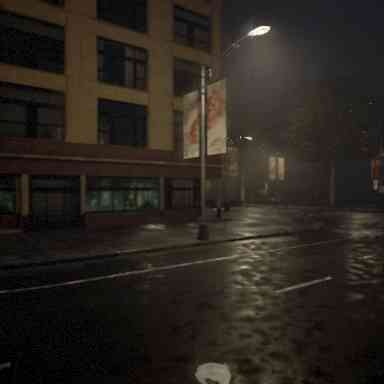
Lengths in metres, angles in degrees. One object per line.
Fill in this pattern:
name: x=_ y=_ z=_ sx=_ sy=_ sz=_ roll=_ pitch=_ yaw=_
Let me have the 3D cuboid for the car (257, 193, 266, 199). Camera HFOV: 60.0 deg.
car: x=16.500 y=1.063 z=82.776 sx=2.161 sy=1.482 sz=4.786 roll=0 pitch=0 yaw=-36

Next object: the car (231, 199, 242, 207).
car: x=4.717 y=1.427 z=46.202 sx=1.895 sy=1.301 sz=4.718 roll=0 pitch=0 yaw=-36

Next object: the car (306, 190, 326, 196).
car: x=26.970 y=0.946 z=75.283 sx=2.002 sy=1.452 sz=4.674 roll=0 pitch=0 yaw=-36

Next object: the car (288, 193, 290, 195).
car: x=26.158 y=1.046 z=89.217 sx=1.895 sy=1.301 sz=4.718 roll=0 pitch=0 yaw=-36

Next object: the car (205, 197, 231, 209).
car: x=2.550 y=1.410 z=43.218 sx=1.994 sy=1.385 sz=4.181 roll=0 pitch=0 yaw=-36
